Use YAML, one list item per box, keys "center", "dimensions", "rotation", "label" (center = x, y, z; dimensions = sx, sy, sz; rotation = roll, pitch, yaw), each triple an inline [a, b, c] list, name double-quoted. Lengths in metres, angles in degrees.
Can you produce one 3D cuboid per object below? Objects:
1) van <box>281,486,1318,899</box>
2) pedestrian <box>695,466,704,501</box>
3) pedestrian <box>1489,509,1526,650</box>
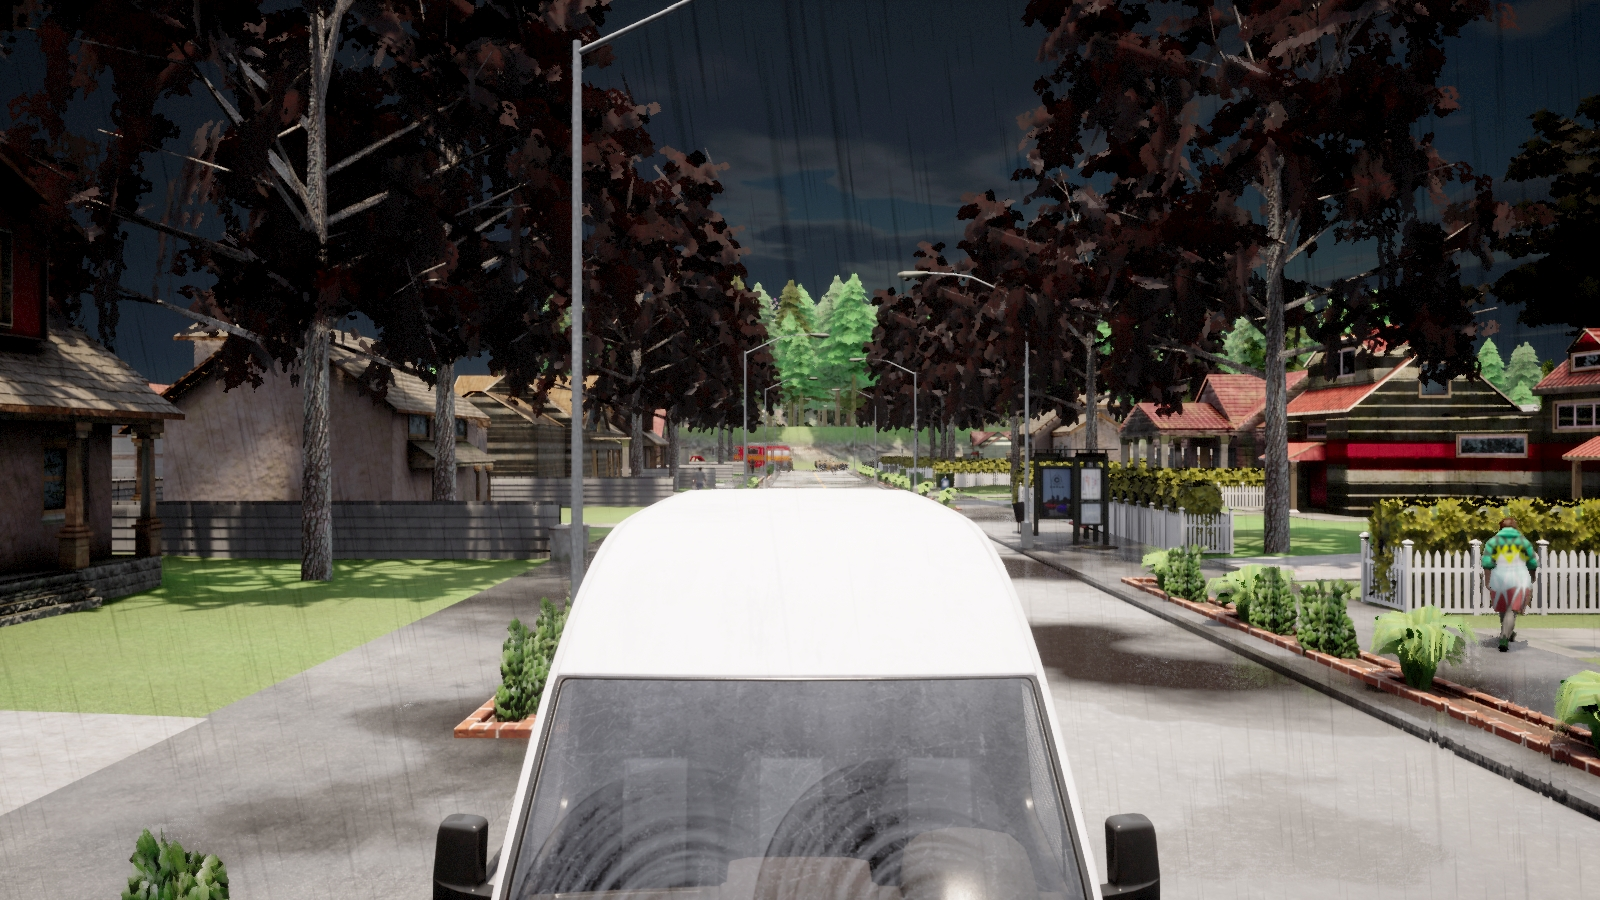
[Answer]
- center: [-0.006, 1.534, 5.149]
  dimensions: [1.988, 2.561, 5.915]
  rotation: [0, 0, 0]
  label: "van"
- center: [-5.245, 1.743, 59.639]
  dimensions: [0.375, 1.860, 0.375]
  rotation: [0, 0, 3]
  label: "pedestrian"
- center: [9.624, 1.744, 15.543]
  dimensions: [0.375, 1.860, 0.375]
  rotation: [0, 0, 39]
  label: "pedestrian"
